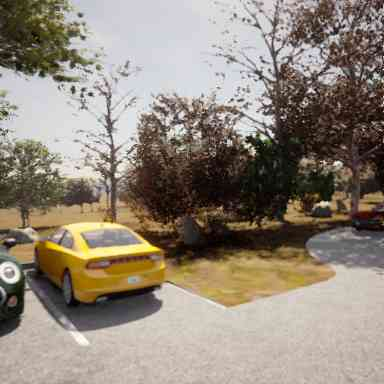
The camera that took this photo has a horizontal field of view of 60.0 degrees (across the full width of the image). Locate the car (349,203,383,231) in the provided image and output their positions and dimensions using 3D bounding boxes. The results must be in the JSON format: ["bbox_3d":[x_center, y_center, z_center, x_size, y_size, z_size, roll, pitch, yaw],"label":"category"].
[{"bbox_3d":[10.071,1.157,16.195,5.008,1.535,1.882,-1,1,-17],"label":"car"}]

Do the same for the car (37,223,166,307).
[{"bbox_3d":[-2.524,1.498,8.253,2.097,1.535,5.008,0,0,-35],"label":"car"}]

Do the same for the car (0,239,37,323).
[{"bbox_3d":[-4.800,1.353,6.674,2.185,1.767,4.553,0,0,-35],"label":"car"}]
